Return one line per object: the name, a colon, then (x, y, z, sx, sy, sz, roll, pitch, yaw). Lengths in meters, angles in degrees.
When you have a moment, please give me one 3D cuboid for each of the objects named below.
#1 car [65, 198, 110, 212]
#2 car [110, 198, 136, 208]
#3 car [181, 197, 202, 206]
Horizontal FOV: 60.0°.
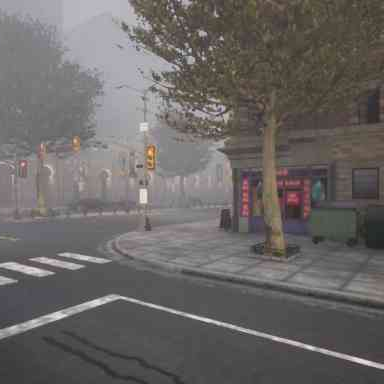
car: (-12.562, 1.504, 39.414, 1.837, 1.490, 4.892, 0, 0, 36)
car: (-10.321, 1.595, 47.923, 1.895, 1.301, 4.718, 0, 0, 36)
car: (-0.012, 1.526, 56.822, 1.812, 1.442, 4.674, 0, 0, 36)
